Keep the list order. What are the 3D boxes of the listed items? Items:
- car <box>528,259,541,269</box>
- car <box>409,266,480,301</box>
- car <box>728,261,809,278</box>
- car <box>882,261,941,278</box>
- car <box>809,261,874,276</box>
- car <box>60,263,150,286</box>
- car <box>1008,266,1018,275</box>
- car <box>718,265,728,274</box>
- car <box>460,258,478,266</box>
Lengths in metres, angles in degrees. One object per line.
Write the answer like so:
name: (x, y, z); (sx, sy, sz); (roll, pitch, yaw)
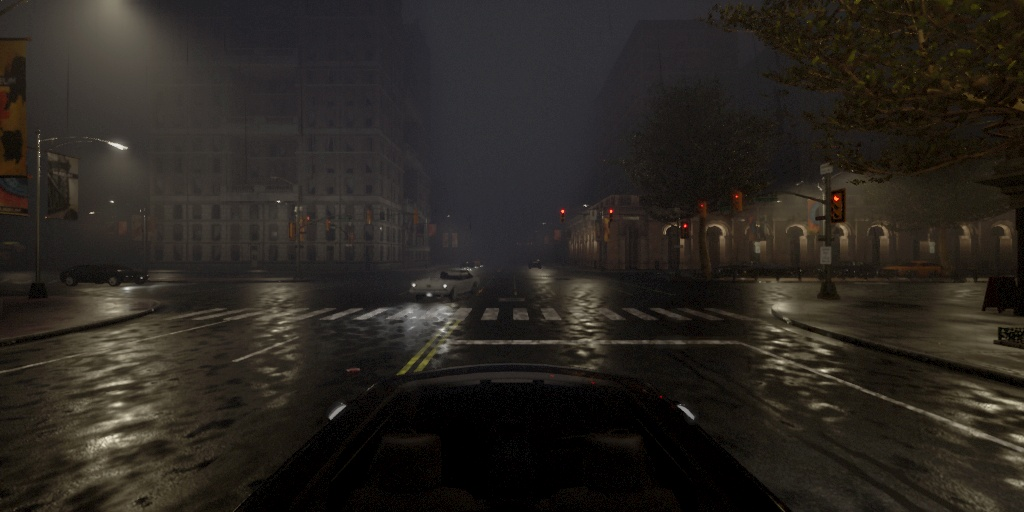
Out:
car: (3.504, 1.240, 56.654); (2.128, 1.511, 4.902); (0, 0, 0)
car: (-3.110, 1.350, 17.498); (1.895, 1.301, 4.718); (0, 0, 12)
car: (23.088, 1.297, 32.412); (5.357, 1.411, 2.033); (0, 0, 0)
car: (36.425, 1.227, 32.354); (5.008, 1.535, 1.882); (0, 0, 0)
car: (33.234, 1.240, 35.869); (4.902, 1.511, 2.128); (0, 0, 0)
car: (-27.647, 1.254, 24.430); (4.892, 1.490, 1.837); (0, 0, 0)
car: (52.563, 1.314, 35.730); (4.181, 1.385, 1.994); (0, 0, 1)
car: (23.289, 1.241, 35.911); (4.902, 1.511, 2.128); (0, 0, 0)
car: (-7.149, 1.313, 58.075); (1.994, 1.385, 4.181); (0, 0, 0)
